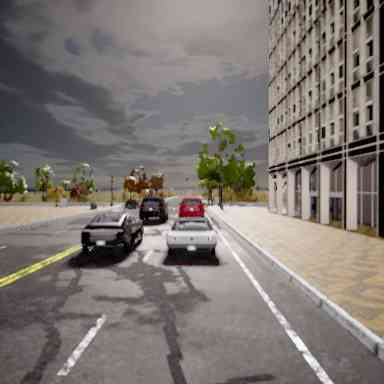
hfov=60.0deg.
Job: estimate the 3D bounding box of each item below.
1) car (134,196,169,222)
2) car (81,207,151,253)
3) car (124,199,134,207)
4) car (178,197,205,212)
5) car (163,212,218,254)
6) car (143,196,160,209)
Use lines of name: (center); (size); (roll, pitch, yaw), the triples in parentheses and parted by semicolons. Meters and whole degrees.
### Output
car: (-3.264, 1.482, 29.018); (2.150, 2.045, 5.566); (0, 0, 0)
car: (-3.253, 1.626, 14.295); (2.128, 1.511, 4.902); (0, 0, 0)
car: (-9.781, 1.989, 54.435); (1.837, 1.490, 4.892); (0, -1, 0)
car: (-0.014, 1.482, 29.026); (2.150, 2.045, 5.566); (0, 0, 0)
car: (-0.005, 1.733, 14.101); (1.895, 1.301, 4.718); (0, 0, 0)
car: (-6.528, 1.685, 54.702); (2.150, 2.045, 5.566); (0, -1, 0)
